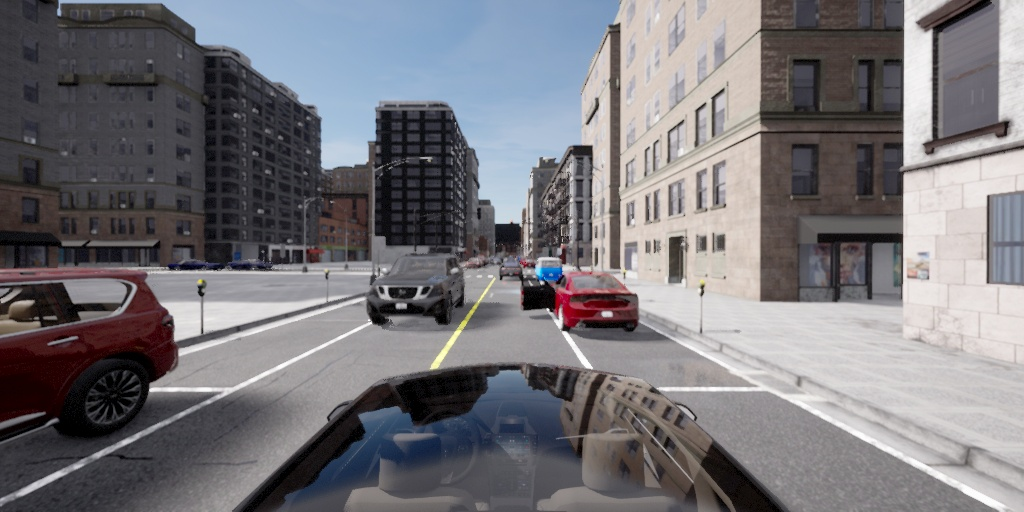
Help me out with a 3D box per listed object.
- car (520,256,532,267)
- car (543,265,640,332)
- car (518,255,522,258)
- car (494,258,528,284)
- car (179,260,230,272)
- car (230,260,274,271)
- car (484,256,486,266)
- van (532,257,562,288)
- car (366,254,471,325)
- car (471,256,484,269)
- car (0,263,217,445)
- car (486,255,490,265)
[{"bbox_3d":[2.474,1.112,52.297,1.888,1.381,4.507,0,0,0],"label":"car"},{"bbox_3d":[2.206,1.197,10.811,1.882,1.535,5.008,0,0,0],"label":"car"},{"bbox_3d":[2.457,0.861,57.706,2.192,1.841,5.009,0,0,0],"label":"car"},{"bbox_3d":[-0.088,1.143,29.391,2.128,1.511,4.902,0,0,0],"label":"car"},{"bbox_3d":[-32.866,1.047,37.526,4.718,1.301,1.895,0,0,0],"label":"car"},{"bbox_3d":[-29.859,1.053,40.511,4.718,1.301,1.895,0,0,-1],"label":"car"},{"bbox_3d":[-5.568,1.072,57.510,1.751,1.417,4.829,0,0,0],"label":"car"},{"bbox_3d":[2.561,1.007,25.417,1.690,1.789,3.998,0,0,0],"label":"van"},{"bbox_3d":[-2.881,0.936,12.071,2.150,2.045,5.566,0,0,0],"label":"car"},{"bbox_3d":[-5.551,1.006,52.271,1.967,1.591,4.097,0,0,0],"label":"car"},{"bbox_3d":[-5.391,1.061,2.672,2.192,1.841,5.009,0,0,0],"label":"car"},{"bbox_3d":[-5.586,0.841,63.090,2.192,1.841,5.009,0,0,0],"label":"car"}]
